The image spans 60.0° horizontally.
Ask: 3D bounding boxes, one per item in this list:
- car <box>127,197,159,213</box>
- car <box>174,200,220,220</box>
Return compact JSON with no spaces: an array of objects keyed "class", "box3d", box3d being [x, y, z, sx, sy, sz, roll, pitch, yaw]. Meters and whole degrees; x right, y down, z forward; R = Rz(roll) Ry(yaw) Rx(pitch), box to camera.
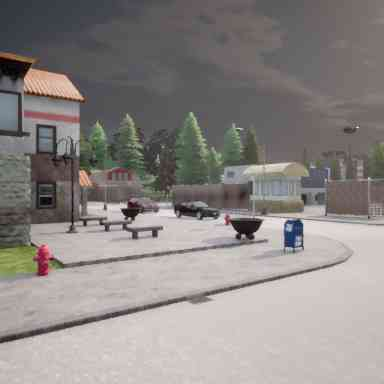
[{"class":"car","box3d":[-5.407,1.352,36.597,2.097,1.767,4.553,0,0,-35]},{"class":"car","box3d":[0.348,1.478,28.480,1.882,1.535,5.008,0,0,-35]}]
